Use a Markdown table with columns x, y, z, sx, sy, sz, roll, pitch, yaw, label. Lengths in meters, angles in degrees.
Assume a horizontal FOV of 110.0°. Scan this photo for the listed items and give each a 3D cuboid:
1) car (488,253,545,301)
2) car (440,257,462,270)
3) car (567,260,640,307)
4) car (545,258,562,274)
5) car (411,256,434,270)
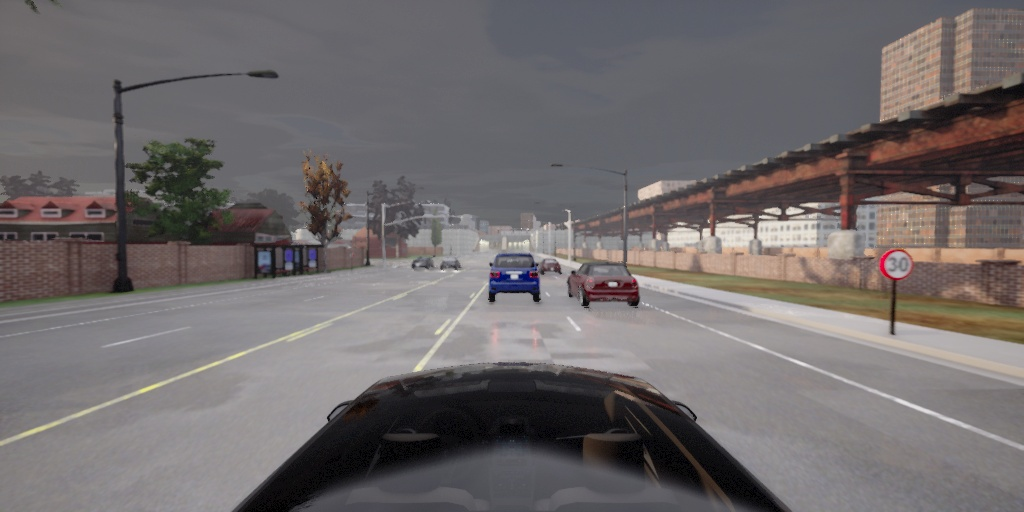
| x | y | z | sx | sy | sz | roll | pitch | yaw | label |
| --- | --- | --- | --- | --- | --- | --- | --- | --- | --- |
| 0.099 | 0.862 | 16.700 | 2.150 | 2.045 | 5.566 | 0 | 1 | 0 | car |
| -7.032 | 0.835 | 41.367 | 1.812 | 1.442 | 4.674 | 0 | 1 | 0 | car |
| 3.598 | 1.006 | 14.912 | 2.097 | 1.767 | 4.553 | 0 | 1 | 0 | car |
| 3.598 | 0.950 | 34.381 | 1.812 | 1.442 | 4.674 | 0 | 1 | 0 | car |
| -10.520 | 0.786 | 42.554 | 2.128 | 1.511 | 4.902 | 0 | 1 | 0 | car |
